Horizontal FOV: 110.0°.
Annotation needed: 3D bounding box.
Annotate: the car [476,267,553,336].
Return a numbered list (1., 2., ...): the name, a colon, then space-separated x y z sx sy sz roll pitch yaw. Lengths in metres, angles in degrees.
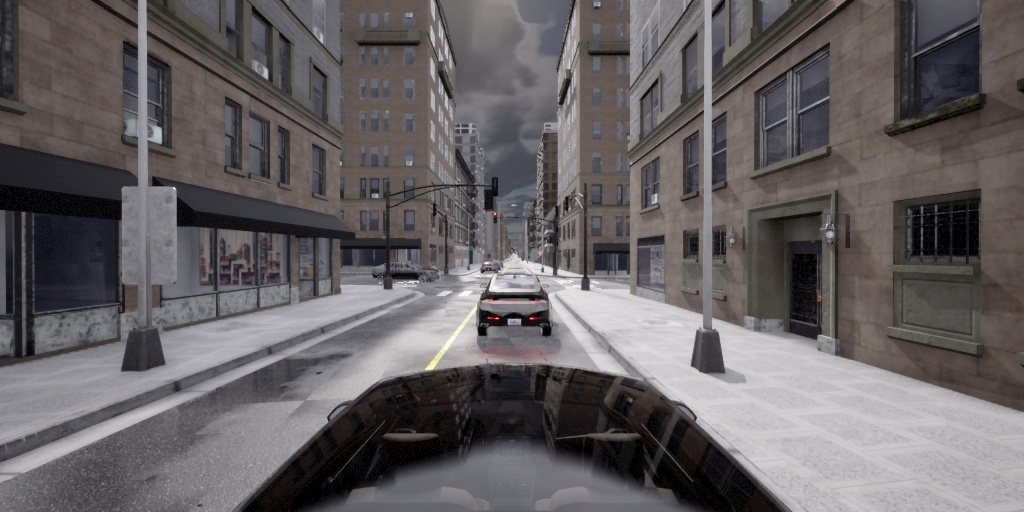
1. car: 0.074 1.243 10.348 2.128 1.511 4.902 0 0 1

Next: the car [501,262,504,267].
1. car: -2.625 1.334 53.955 1.837 1.490 4.892 0 0 0

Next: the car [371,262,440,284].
1. car: -7.726 1.183 26.248 4.902 1.511 2.128 1 0 0

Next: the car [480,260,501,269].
1. car: -2.719 1.372 44.002 1.994 1.385 4.181 0 0 1
